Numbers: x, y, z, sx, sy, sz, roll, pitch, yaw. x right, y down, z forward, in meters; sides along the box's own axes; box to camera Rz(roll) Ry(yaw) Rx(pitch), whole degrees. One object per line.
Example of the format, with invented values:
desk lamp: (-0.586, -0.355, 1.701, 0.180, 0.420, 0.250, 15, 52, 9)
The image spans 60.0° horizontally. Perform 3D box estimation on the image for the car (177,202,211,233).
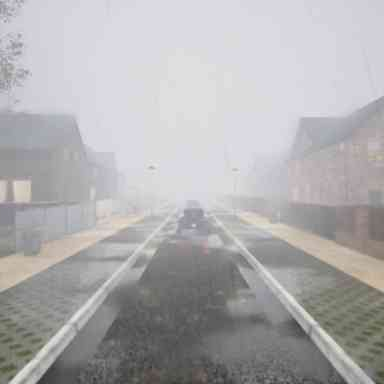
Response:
car: (0.100, 1.546, 19.494, 1.812, 1.442, 4.674, 0, 0, 0)

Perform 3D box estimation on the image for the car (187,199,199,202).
car: (0.095, 1.570, 40.026, 1.812, 1.442, 4.674, 0, 0, 0)
